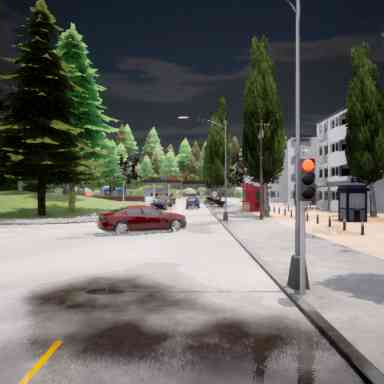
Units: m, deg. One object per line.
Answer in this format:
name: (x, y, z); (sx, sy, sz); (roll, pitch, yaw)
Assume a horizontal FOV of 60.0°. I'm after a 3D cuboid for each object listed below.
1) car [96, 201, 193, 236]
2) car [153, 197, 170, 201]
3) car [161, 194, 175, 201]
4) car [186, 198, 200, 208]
car: (-2.736, 1.478, 18.496); (5.008, 1.535, 1.882); (0, 1, -26)
car: (-4.082, 1.601, 40.464); (1.895, 1.301, 4.718); (0, 0, 0)
car: (-4.064, 1.352, 50.357); (2.097, 1.767, 4.553); (0, 0, 0)
car: (0.134, 1.525, 47.198); (1.812, 1.442, 4.674); (0, 0, 0)
